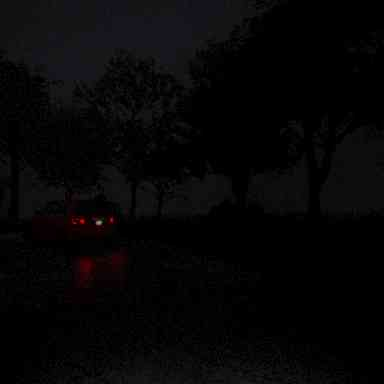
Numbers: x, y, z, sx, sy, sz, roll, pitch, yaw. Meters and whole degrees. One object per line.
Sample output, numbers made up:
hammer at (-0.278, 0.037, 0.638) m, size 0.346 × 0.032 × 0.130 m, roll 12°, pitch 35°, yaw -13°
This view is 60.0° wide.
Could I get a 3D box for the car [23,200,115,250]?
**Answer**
car at (-5.873, 1.402, 15.667) m, size 5.566 × 2.045 × 2.150 m, roll -1°, pitch -2°, yaw 42°
